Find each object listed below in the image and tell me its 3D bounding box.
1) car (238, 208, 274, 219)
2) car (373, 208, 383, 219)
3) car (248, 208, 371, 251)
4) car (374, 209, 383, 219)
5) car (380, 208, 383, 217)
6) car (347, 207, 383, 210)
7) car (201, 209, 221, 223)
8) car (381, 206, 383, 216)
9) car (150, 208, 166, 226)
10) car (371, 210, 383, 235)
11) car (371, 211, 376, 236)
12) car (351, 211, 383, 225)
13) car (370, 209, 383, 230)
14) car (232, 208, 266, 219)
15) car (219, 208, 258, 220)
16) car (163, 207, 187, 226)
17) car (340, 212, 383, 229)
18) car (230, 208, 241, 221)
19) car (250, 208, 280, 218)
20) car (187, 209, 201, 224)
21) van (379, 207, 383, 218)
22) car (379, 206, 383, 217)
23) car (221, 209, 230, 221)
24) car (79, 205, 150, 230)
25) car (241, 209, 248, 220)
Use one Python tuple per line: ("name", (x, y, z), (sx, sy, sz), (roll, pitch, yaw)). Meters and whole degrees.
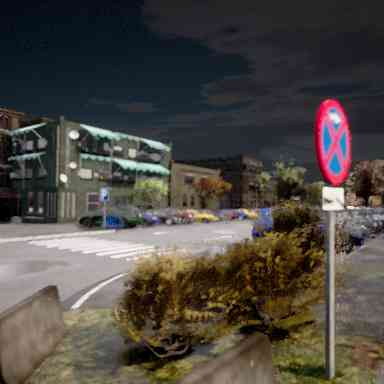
("car", (10.192, 3.351, 52.819), (5.366, 1.575, 1.946), (-1, -2, 16))
("car", (32.451, 3.578, 54.506), (4.553, 1.767, 2.185), (1, -2, 16))
("car", (6.039, 1.967, 17.718), (5.566, 2.045, 2.435), (1, -2, 16))
("car", (34.248, 3.803, 56.927), (4.892, 1.521, 2.231), (1, -1, 16))
("car", (37.806, 3.873, 61.822), (4.553, 1.767, 2.185), (1, -1, 16))
("car", (16.572, 2.560, 32.429), (5.566, 2.045, 2.435), (1, -1, 16))
("car", (0.182, 2.767, 38.336), (5.366, 1.575, 1.946), (0, -3, 16))
("car", (41.337, 3.944, 66.747), (5.566, 2.045, 2.435), (1, -2, 16))
("car", (-5.181, 2.520, 31.178), (4.674, 1.452, 2.002), (-1, -2, 16))
("car", (11.332, 2.389, 25.056), (4.553, 1.767, 2.185), (1, -1, 16))
("car", (9.509, 2.289, 22.627), (4.553, 1.767, 2.185), (1, -2, 16))
("car", (21.883, 3.110, 39.788), (4.892, 1.521, 2.231), (1, -2, 16))
("car", (13.095, 2.489, 27.515), (4.553, 1.767, 2.185), (1, -1, 16))
("car", (8.646, 3.256, 50.381), (5.008, 1.535, 2.097), (0, -2, 16))
("car", (6.736, 3.157, 48.020), (5.366, 1.575, 1.946), (-1, -2, 16))
("car", (-3.458, 2.578, 33.581), (4.892, 1.521, 2.231), (0, -3, 16))
("car", (18.328, 2.940, 34.877), (4.792, 1.488, 2.163), (1, -1, 16))
("car", (3.430, 2.995, 43.179), (4.792, 1.488, 2.163), (0, -2, 16))
("car", (12.128, 3.480, 55.176), (4.792, 1.488, 2.163), (0, -3, 16))
("car", (-1.754, 2.549, 35.995), (4.553, 1.767, 2.185), (-1, -3, 16))
("van", (36.127, 3.677, 59.361), (4.442, 1.987, 1.878), (1, -2, 16))
("car", (39.516, 3.845, 64.288), (5.566, 2.045, 2.435), (1, -1, 16))
("car", (1.726, 2.869, 40.775), (4.892, 1.521, 2.231), (-1, -3, 16))
("car", (-6.937, 2.132, 28.789), (5.566, 2.045, 2.435), (0, -2, 16))
("car", (5.185, 3.062, 45.570), (5.008, 1.535, 2.097), (0, -3, 16))
